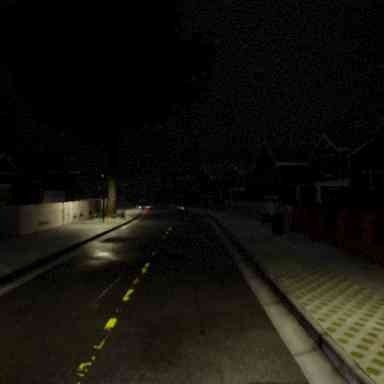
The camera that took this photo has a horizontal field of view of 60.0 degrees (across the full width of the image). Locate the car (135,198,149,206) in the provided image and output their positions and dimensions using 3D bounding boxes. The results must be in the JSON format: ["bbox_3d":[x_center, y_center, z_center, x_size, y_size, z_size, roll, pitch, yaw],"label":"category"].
[{"bbox_3d":[-9.277,1.839,61.629,1.812,1.442,4.674,0,0,-22],"label":"car"}]
